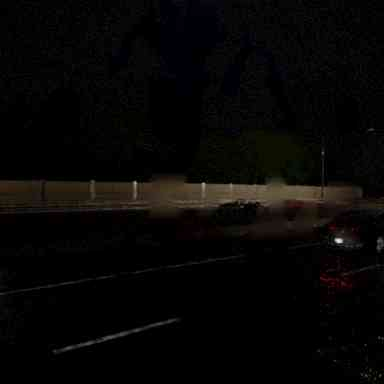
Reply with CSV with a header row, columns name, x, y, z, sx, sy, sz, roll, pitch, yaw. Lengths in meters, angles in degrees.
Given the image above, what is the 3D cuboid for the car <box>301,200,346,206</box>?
name,x,y,z,sx,sy,sz,roll,pitch,yaw
car,12.651,1.518,30.185,5.357,1.411,2.033,0,0,-35

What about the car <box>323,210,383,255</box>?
name,x,y,z,sx,sy,sz,roll,pitch,yaw
car,7.161,1.462,13.151,4.892,1.490,1.837,0,0,-35

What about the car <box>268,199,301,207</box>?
name,x,y,z,sx,sy,sz,roll,pitch,yaw
car,9.448,1.444,32.205,5.008,1.535,1.882,0,0,-35

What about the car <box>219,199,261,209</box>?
name,x,y,z,sx,sy,sz,roll,pitch,yaw
car,4.801,1.451,33.197,4.902,1.511,2.128,0,0,-35
